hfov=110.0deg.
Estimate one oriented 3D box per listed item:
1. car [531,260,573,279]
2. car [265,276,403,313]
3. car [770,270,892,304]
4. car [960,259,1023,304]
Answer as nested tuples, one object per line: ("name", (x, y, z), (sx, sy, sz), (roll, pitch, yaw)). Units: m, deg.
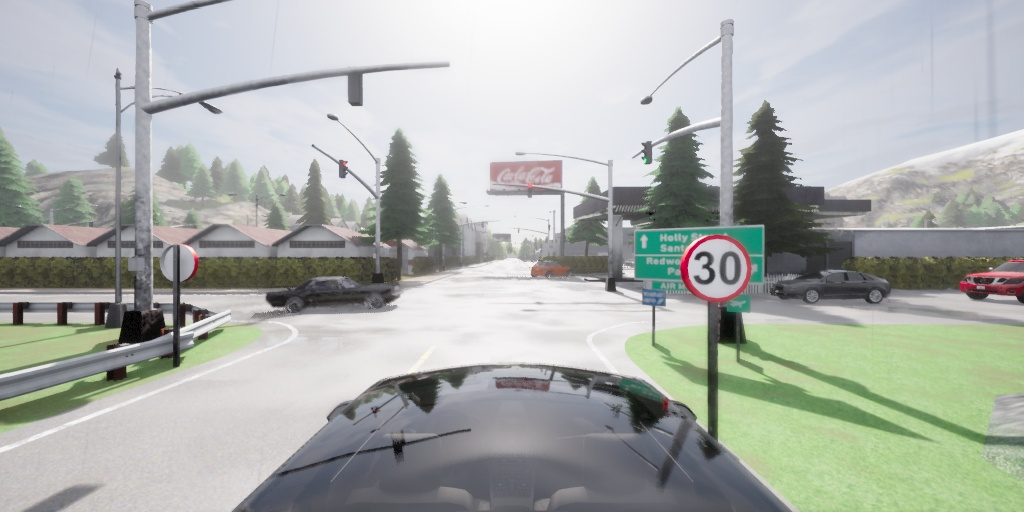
("car", (4.021, 1.275, 35.205), (4.553, 1.767, 2.097), (0, 1, -43))
("car", (-6.905, 1.471, 14.411), (4.718, 1.301, 1.895), (-2, 0, -8))
("car", (15.207, 1.446, 17.262), (4.892, 1.490, 1.837), (0, 0, 1))
("car", (25.177, 1.163, 17.127), (5.566, 2.045, 2.150), (0, 0, 0))
